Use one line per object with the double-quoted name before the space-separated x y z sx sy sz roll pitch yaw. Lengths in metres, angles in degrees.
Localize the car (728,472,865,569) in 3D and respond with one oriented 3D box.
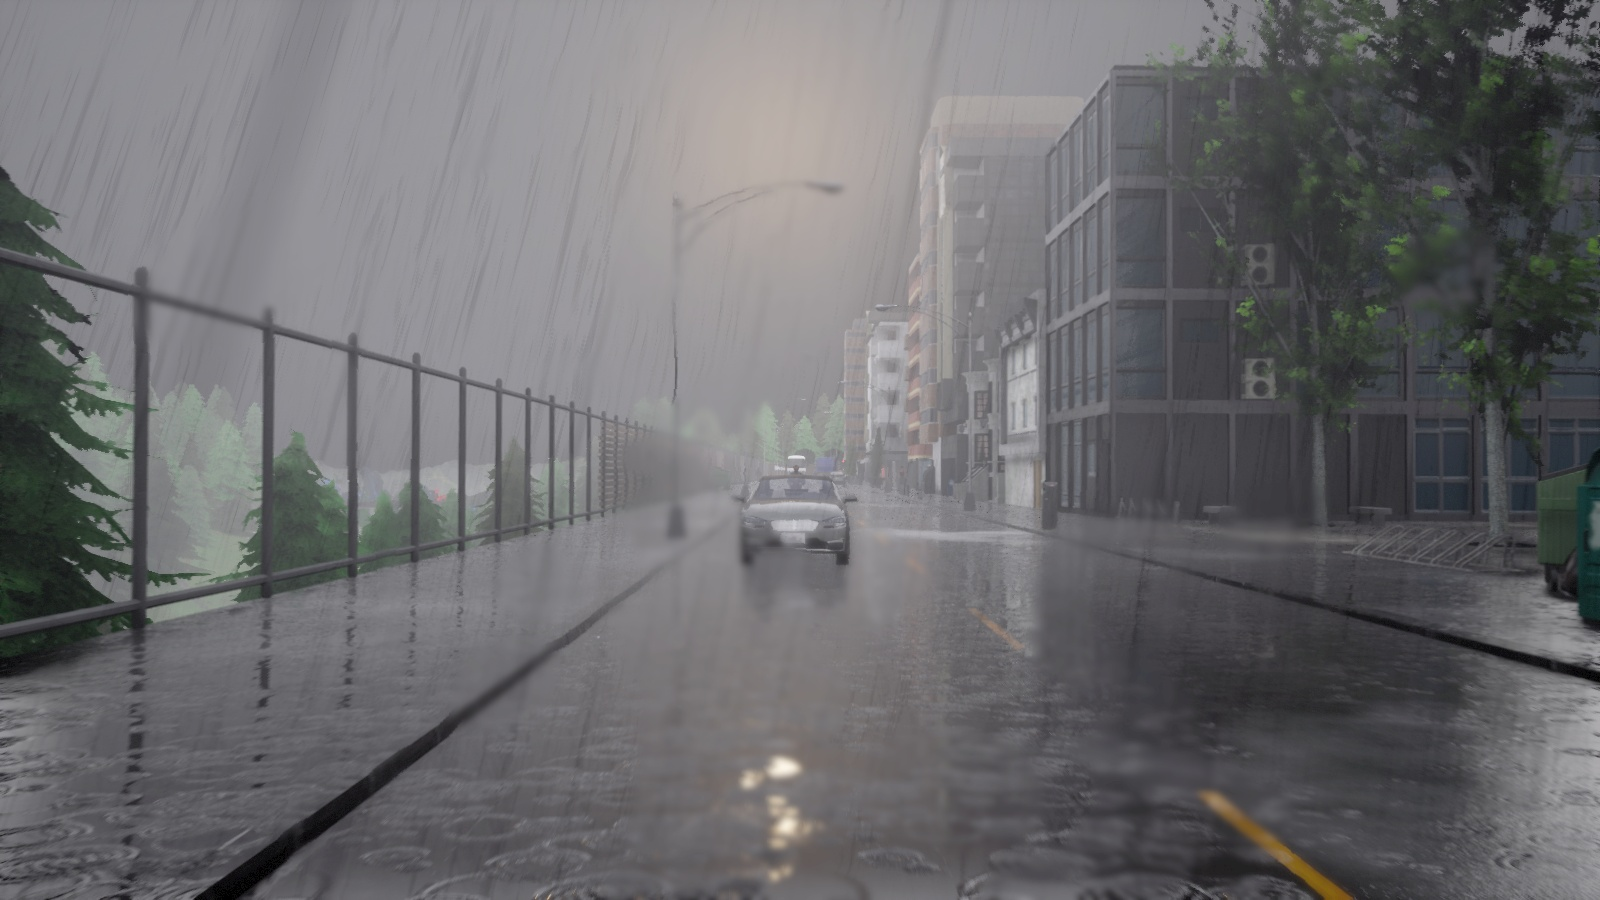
"car" -0.062 1.141 22.079 2.128 1.511 4.902 0 -1 0
